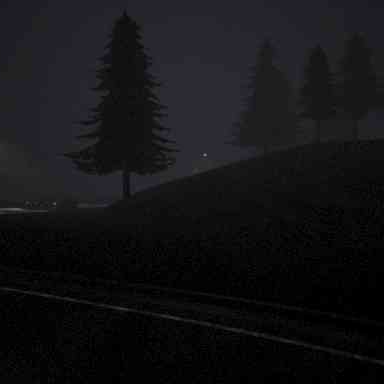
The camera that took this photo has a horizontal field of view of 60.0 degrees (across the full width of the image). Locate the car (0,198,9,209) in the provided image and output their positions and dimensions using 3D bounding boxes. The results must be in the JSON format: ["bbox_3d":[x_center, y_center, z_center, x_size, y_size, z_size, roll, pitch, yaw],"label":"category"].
[{"bbox_3d":[-26.083,1.564,45.881,1.994,1.385,4.181,0,0,22],"label":"car"}]

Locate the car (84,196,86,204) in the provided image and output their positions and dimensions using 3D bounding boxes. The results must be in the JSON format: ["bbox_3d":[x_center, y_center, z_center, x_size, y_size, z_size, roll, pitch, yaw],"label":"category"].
[{"bbox_3d":[-19.646,1.505,61.700,1.882,1.535,5.008,0,0,22],"label":"car"}]

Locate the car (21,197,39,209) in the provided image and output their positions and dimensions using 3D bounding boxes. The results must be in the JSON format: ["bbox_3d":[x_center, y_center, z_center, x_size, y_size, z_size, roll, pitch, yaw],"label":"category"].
[{"bbox_3d":[-19.454,1.351,43.608,2.097,1.767,4.553,0,0,22],"label":"car"}]

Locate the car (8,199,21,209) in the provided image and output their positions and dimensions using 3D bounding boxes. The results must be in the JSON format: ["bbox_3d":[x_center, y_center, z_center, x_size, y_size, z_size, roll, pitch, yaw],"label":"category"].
[{"bbox_3d":[-22.358,1.564,45.775,1.994,1.385,4.181,0,0,22],"label":"car"}]

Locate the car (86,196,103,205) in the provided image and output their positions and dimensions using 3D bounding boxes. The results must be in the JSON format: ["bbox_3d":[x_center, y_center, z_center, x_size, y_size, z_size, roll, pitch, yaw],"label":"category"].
[{"bbox_3d":[-16.397,1.520,60.398,1.882,1.535,5.008,0,0,22],"label":"car"}]

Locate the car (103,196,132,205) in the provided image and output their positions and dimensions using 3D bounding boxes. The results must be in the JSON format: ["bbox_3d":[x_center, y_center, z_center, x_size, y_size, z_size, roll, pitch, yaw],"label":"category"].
[{"bbox_3d":[-13.148,1.555,59.097,1.837,1.490,4.892,0,0,22],"label":"car"}]

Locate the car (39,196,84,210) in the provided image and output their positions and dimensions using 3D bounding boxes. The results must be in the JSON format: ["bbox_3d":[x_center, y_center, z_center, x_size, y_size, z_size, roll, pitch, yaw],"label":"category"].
[{"bbox_3d":[-16.369,1.351,41.900,2.097,1.767,4.553,0,0,22],"label":"car"}]
